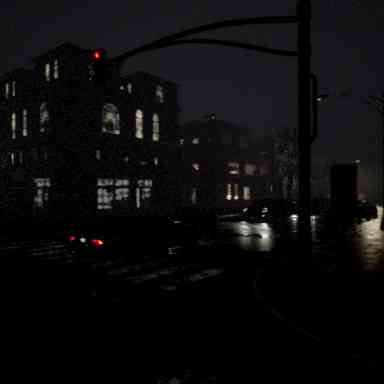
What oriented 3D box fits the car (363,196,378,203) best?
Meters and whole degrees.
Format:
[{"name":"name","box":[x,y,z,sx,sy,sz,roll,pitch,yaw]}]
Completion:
[{"name":"car","box":[37.794,1.501,70.439,1.947,1.339,4.313,-1,0,39]}]

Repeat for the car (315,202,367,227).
[{"name":"car","box":[9.876,1.527,21.891,1.802,1.307,4.206,-1,0,39]}]

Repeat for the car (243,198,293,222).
[{"name":"car","box":[5.839,1.316,26.170,2.097,1.767,4.553,0,0,39]}]

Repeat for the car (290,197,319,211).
[{"name":"car","box":[13.642,1.397,40.126,1.967,1.590,4.097,-1,0,39]}]

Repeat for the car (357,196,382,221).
[{"name":"car","box":[13.296,1.379,26.243,1.967,1.590,4.097,-1,0,39]}]

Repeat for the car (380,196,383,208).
[{"name":"car","box":[23.753,1.449,39.367,1.752,1.417,4.829,-1,0,39]}]

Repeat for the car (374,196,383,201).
[{"name":"car","box":[44.695,1.514,79.100,1.802,1.307,4.206,-1,0,39]}]

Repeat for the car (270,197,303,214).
[{"name":"car","box":[10.191,1.402,35.795,1.967,1.590,4.097,-1,0,39]}]

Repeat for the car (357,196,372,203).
[{"name":"car","box":[34.345,1.503,66.110,1.947,1.339,4.313,-1,0,39]}]

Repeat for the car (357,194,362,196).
[{"name":"car","box":[27.338,1.467,57.315,1.752,1.417,4.829,-1,0,39]}]

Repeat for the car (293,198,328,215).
[{"name":"car","box":[11.982,1.480,33.865,1.812,1.442,4.674,0,0,39]}]

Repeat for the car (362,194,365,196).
[{"name":"car","box":[30.893,1.254,61.780,2.192,1.841,5.009,-1,0,39]}]

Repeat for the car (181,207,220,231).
[{"name":"car","box":[-0.238,1.538,18.537,1.994,1.385,4.181,0,0,38]}]

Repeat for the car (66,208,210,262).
[{"name":"car","box":[-1.790,1.515,12.088,2.033,1.411,5.357,0,0,37]}]
